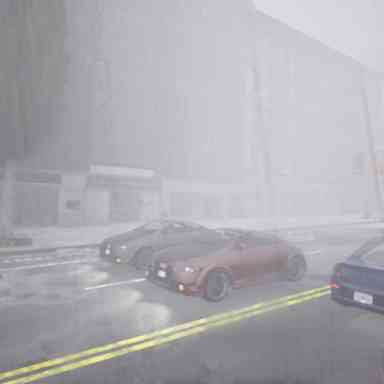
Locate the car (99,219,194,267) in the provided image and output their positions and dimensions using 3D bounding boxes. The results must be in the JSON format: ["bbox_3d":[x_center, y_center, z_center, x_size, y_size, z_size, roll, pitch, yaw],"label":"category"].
[{"bbox_3d":[-0.875,1.607,11.045,4.181,1.385,1.994,1,0,-36],"label":"car"}]

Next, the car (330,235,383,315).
[{"bbox_3d":[4.675,1.585,6.779,4.674,1.442,1.812,1,0,-35],"label":"car"}]

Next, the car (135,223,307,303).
[{"bbox_3d":[0.975,1.606,8.372,4.181,1.385,1.994,1,0,-36],"label":"car"}]
